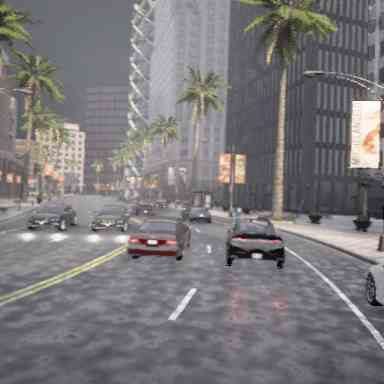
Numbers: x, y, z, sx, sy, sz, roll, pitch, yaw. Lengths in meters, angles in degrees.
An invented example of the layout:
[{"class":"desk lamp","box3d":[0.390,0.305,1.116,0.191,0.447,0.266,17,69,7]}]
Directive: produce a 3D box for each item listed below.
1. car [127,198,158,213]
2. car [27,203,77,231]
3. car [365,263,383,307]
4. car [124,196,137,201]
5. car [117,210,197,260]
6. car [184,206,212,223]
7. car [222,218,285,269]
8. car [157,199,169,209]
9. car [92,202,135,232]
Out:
[{"class":"car","box3d":[-5.373,1.708,35.613,1.837,1.490,4.892,2,-1,-18]},{"class":"car","box3d":[-8.266,1.433,20.094,1.837,1.490,4.892,2,-1,-6]},{"class":"car","box3d":[4.446,1.751,5.569,1.812,1.442,4.674,2,-1,12]},{"class":"car","box3d":[-14.806,1.741,82.871,2.185,1.767,4.553,2,-1,-19]},{"class":"car","box3d":[-1.090,1.653,12.930,2.033,1.411,5.357,2,-1,4]},{"class":"car","box3d":[0.259,1.901,29.179,1.994,1.385,4.181,2,-1,-15]},{"class":"car","box3d":[2.167,1.708,12.225,2.128,1.511,4.902,2,-1,6]},{"class":"car","box3d":[-5.197,1.908,55.113,2.231,1.521,4.892,2,-1,-19]},{"class":"car","box3d":[-4.787,1.561,20.320,1.837,1.490,4.892,2,-1,-6]}]
